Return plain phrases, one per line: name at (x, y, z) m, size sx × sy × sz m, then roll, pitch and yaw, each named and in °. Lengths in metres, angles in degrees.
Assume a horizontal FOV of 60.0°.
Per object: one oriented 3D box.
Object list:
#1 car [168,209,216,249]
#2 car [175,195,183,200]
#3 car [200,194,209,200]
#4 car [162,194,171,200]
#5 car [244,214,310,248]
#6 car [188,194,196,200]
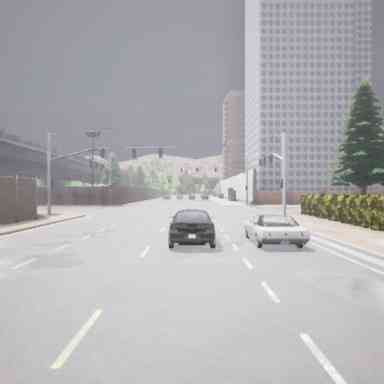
car at (0.000, 1.483, 14.650) m, size 1.882 × 1.535 × 5.008 m, roll 0°, pitch 0°, yaw 0°
car at (-3.500, 1.518, 92.105) m, size 2.128 × 1.511 × 4.902 m, roll 0°, pitch 0°, yaw 0°
car at (3.500, 1.383, 87.712) m, size 1.837 × 1.490 × 4.892 m, roll 0°, pitch 0°, yaw 0°
car at (-7.000, 1.348, 92.135) m, size 2.097 × 1.767 × 4.553 m, roll 0°, pitch 0°, yaw 0°
car at (3.500, 1.614, 14.680) m, size 1.895 × 1.301 × 4.718 m, roll 0°, pitch 0°, yaw 0°
car at (0.000, 1.361, 87.712) m, size 1.882 × 1.535 × 5.008 m, roll 0°, pitch 0°, yaw 0°
